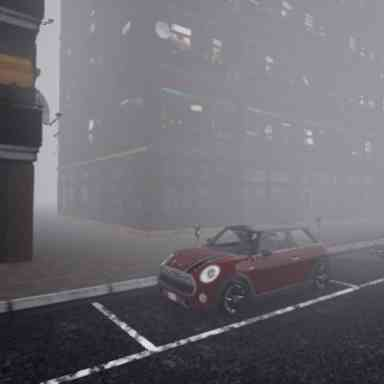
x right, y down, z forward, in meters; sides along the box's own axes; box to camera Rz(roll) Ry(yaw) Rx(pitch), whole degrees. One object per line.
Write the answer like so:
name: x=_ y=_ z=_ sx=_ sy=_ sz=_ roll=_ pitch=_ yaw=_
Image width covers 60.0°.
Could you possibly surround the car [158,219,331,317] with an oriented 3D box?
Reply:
car: x=1.258 y=1.460 z=7.470 sx=4.097 sy=1.590 sz=1.967 roll=0 pitch=1 yaw=-36
